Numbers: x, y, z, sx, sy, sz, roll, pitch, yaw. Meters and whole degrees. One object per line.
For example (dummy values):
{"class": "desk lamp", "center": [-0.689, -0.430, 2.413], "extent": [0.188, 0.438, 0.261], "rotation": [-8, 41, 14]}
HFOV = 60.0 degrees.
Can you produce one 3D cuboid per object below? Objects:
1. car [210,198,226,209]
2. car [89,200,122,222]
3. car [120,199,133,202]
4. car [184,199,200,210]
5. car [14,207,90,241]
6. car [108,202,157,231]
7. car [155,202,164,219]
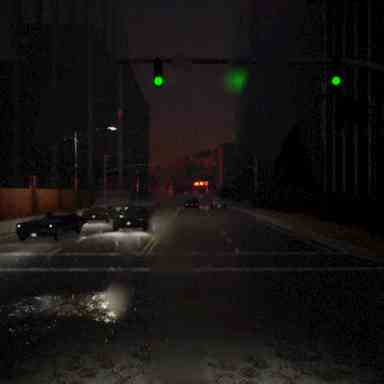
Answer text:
{"class": "car", "center": [3.528, 1.535, 45.157], "extent": [1.812, 1.442, 4.674], "rotation": [0, 0, 0]}
{"class": "car", "center": [-7.089, 1.587, 25.966], "extent": [1.994, 1.385, 4.181], "rotation": [0, 0, 0]}
{"class": "car", "center": [-7.063, 1.511, 34.570], "extent": [2.128, 1.511, 4.902], "rotation": [0, 0, 0]}
{"class": "car", "center": [0.006, 1.560, 42.532], "extent": [2.033, 1.411, 5.357], "rotation": [0, 0, 0]}
{"class": "car", "center": [-7.097, 1.627, 17.170], "extent": [1.895, 1.301, 4.718], "rotation": [0, 0, 0]}
{"class": "car", "center": [-3.595, 1.586, 20.799], "extent": [1.994, 1.385, 4.181], "rotation": [0, 0, 0]}
{"class": "car", "center": [-3.579, 1.567, 30.038], "extent": [2.033, 1.411, 5.357], "rotation": [0, 0, 0]}
